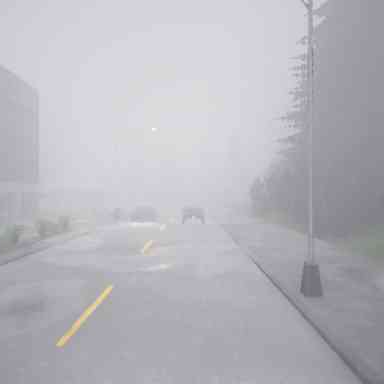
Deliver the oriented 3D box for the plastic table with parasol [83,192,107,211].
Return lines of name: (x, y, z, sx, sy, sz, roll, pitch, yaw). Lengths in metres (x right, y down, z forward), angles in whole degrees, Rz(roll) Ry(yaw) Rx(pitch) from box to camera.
plastic table with parasol: (-13.361, 1.313, 45.990, 2.482, 2.480, 2.482, 0, 0, 0)

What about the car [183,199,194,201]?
car: (-0.579, 1.756, 47.972, 2.097, 1.767, 4.553, 0, -1, -8)

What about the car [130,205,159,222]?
car: (-4.020, 1.807, 28.643, 1.994, 1.385, 4.181, 0, -1, 0)

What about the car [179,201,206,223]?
car: (0.105, 1.738, 27.965, 1.837, 1.490, 4.892, 0, -1, 0)

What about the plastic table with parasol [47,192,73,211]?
plastic table with parasol: (-17.671, 1.301, 44.531, 2.482, 2.480, 2.482, 0, 0, 0)
